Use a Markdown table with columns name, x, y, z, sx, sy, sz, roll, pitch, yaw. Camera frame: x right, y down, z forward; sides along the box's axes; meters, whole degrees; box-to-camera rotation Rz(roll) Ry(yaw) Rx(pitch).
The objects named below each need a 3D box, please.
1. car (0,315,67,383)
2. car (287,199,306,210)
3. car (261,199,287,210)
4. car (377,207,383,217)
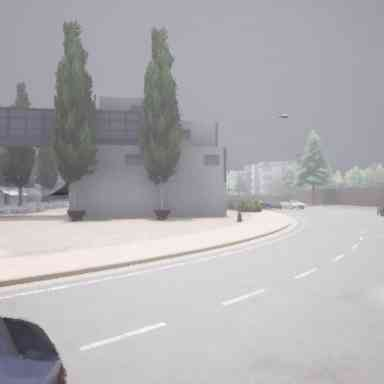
| name | x | y | z | sx | sy | sz | roll | pitch | yaw |
| --- | --- | --- | --- | --- | --- | --- | --- | --- | --- |
| car | -2.986 | 1.594 | 2.066 | 4.181 | 1.385 | 1.994 | 0 | 0 | -36 |
| car | 14.791 | 1.817 | 48.319 | 1.812 | 1.442 | 4.674 | 0 | 0 | -8 |
| car | 11.346 | 1.807 | 47.648 | 1.837 | 1.490 | 4.892 | 0 | -1 | -7 |
| car | 18.822 | 1.692 | 30.341 | 2.033 | 1.411 | 5.357 | 0 | 0 | 9 |
